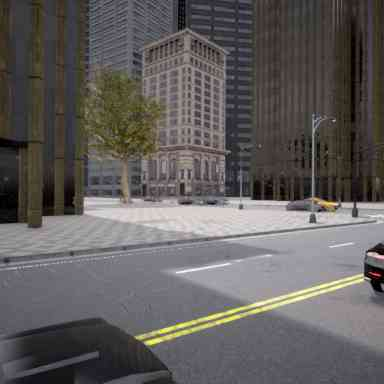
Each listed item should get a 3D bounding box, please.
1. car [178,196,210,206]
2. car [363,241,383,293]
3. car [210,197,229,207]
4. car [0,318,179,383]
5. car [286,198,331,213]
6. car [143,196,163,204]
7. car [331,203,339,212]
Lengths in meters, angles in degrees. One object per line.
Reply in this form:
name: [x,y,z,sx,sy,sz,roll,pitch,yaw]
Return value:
car: [-0.149,1.441,51.064,2.128,1.511,4.902,1,0,-41]
car: [5.852,1.492,7.604,4.902,1.511,2.128,0,0,-35]
car: [3.647,1.474,51.655,2.128,1.511,4.902,1,0,-41]
car: [-2.272,1.600,1.822,4.718,1.301,1.895,0,0,-35]
car: [12.297,1.515,36.053,1.994,1.385,4.181,1,0,-39]
car: [-7.598,1.424,64.176,1.812,1.442,4.674,1,-1,-44]
car: [14.448,1.463,38.587,1.882,1.535,5.008,1,0,-38]
